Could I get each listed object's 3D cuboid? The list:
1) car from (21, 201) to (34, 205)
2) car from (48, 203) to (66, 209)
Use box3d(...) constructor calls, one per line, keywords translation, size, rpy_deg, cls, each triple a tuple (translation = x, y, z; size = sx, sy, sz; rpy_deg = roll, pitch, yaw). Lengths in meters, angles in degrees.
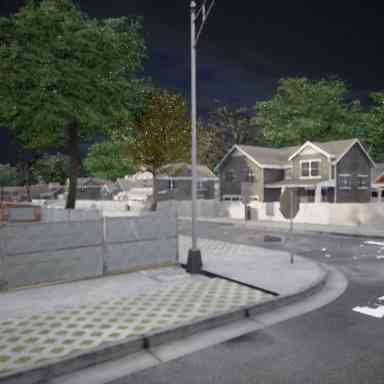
box3d(translation=(-31.355, 2.506, 63.403), size=(1.882, 1.535, 5.008), rpy_deg=(-1, 0, -36), cls="car")
box3d(translation=(-18.301, 2.238, 45.388), size=(1.812, 1.442, 4.674), rpy_deg=(-1, 0, -36), cls="car")
